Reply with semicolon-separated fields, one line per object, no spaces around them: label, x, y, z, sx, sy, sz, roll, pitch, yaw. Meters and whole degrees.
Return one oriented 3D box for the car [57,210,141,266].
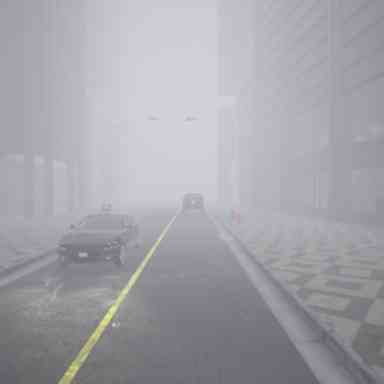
car;-2.997;1.452;11.642;1.882;1.535;5.008;0;0;0

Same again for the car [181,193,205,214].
car;0.108;1.096;34.211;2.150;2.045;5.566;0;0;0
